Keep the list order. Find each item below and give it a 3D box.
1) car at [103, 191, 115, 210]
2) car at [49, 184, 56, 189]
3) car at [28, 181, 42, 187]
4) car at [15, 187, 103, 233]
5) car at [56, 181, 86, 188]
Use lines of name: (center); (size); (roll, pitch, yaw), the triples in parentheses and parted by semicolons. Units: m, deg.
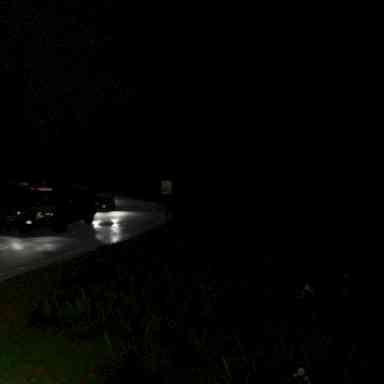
car: (-7.786, 0.705, 28.906); (1.812, 1.442, 4.674); (-1, 5, -18)
car: (-17.228, -0.742, 45.084); (5.357, 1.411, 2.033); (6, 4, 40)
car: (-24.801, -1.650, 52.528); (2.128, 1.511, 4.902); (0, 5, -29)
car: (-7.498, 1.009, 19.024); (2.150, 2.045, 5.566); (-1, 3, 10)
car: (-12.966, -0.181, 37.512); (5.008, 1.535, 1.882); (6, 5, 41)
